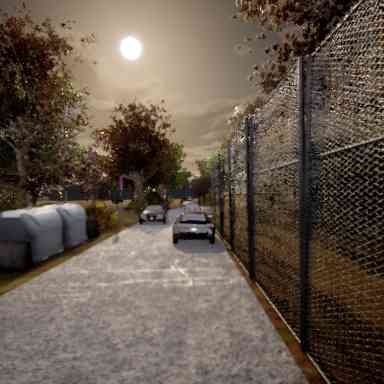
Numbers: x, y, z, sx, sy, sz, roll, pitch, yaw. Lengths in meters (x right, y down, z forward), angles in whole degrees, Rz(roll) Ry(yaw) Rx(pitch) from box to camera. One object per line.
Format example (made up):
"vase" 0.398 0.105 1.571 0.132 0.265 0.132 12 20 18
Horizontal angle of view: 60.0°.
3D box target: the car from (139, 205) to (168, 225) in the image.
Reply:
"car" -2.884 1.722 25.699 1.994 1.385 4.181 0 -1 0

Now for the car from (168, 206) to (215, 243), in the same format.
"car" 0.076 1.628 16.587 1.994 1.385 4.181 0 0 0

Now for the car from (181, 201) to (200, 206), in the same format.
"car" 0.070 1.845 35.023 2.033 1.411 5.357 0 -1 0

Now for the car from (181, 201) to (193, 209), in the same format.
"car" -1.026 2.529 66.551 1.812 1.442 4.674 0 -2 7
